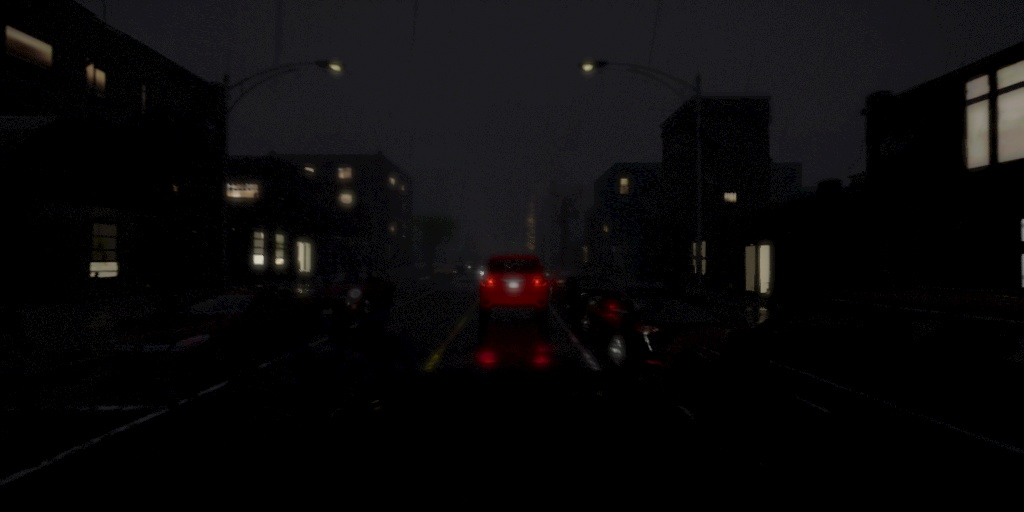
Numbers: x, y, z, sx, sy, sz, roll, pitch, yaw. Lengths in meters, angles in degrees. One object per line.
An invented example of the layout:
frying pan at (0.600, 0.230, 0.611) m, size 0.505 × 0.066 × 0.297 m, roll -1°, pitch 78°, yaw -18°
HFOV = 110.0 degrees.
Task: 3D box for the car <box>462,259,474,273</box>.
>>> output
car at (-5.811, 1.308, 42.364) m, size 2.007 × 1.370 × 4.403 m, roll 0°, pitch 0°, yaw 0°

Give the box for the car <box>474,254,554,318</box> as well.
car at (0.063, 0.968, 13.056) m, size 2.150 × 2.045 × 5.566 m, roll 0°, pitch -1°, yaw 0°

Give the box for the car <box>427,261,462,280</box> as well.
car at (-5.757, 1.279, 31.128) m, size 1.751 × 1.417 × 4.829 m, roll 0°, pitch 0°, yaw 0°

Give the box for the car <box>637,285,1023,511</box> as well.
car at (2.692, 1.065, 1.987) m, size 2.192 × 1.841 × 5.009 m, roll 0°, pitch 0°, yaw 0°

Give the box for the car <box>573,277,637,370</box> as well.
car at (2.692, 1.317, 7.519) m, size 1.948 × 1.339 × 4.313 m, roll 0°, pitch 0°, yaw 0°

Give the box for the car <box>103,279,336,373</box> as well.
car at (-5.689, 1.332, 7.521) m, size 1.802 × 1.307 × 4.207 m, roll 0°, pitch 0°, yaw 0°

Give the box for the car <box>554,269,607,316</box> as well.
car at (2.692, 1.317, 13.053) m, size 1.948 × 1.339 × 4.313 m, roll 0°, pitch 0°, yaw 0°

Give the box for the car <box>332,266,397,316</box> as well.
car at (-5.688, 1.191, 13.054) m, size 1.967 × 1.591 × 4.097 m, roll 0°, pitch 0°, yaw 0°
